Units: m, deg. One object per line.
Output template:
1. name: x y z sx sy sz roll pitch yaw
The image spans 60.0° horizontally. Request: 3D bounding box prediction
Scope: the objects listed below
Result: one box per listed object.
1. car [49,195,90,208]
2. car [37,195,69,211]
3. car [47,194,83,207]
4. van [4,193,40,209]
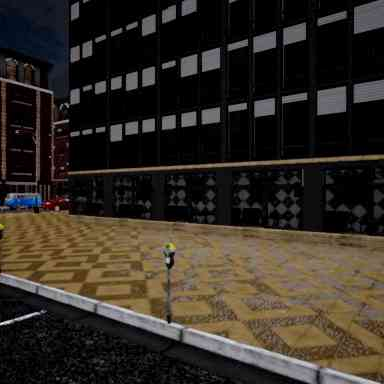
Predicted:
1. car: -15.388 1.182 42.036 1.812 1.442 4.674 0 1 35
2. car: -13.582 1.269 35.145 1.887 1.381 4.507 1 1 35
3. car: -16.824 1.079 44.269 1.967 1.590 4.097 1 1 35
4. van: -20.059 1.050 39.628 1.690 1.788 3.998 1 1 35
